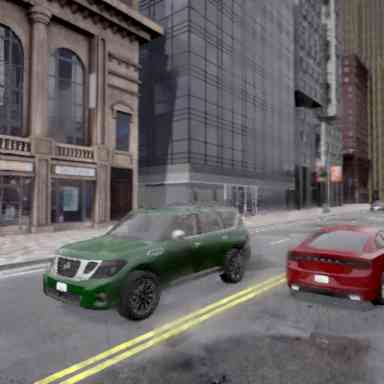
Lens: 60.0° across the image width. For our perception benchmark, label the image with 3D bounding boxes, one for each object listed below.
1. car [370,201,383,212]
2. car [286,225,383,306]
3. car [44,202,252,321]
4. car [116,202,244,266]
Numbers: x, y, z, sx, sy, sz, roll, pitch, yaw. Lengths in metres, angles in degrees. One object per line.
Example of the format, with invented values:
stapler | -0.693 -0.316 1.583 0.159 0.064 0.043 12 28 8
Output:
car | 26.006 2.025 46.031 2.128 1.511 4.902 -1 -1 39
car | 4.130 1.589 8.518 1.882 1.535 5.008 -1 -1 39
car | -0.615 1.374 8.151 2.150 2.045 5.566 -1 -1 39
car | -0.221 1.464 13.791 2.150 2.045 5.566 -1 -1 39
